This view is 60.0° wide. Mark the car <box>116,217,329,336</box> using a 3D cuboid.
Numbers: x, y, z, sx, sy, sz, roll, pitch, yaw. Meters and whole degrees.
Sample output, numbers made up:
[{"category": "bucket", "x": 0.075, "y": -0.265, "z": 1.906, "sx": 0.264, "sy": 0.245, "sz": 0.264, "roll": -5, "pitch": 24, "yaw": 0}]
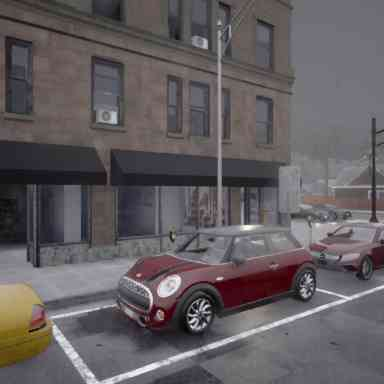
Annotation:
[{"category": "car", "x": 0.587, "y": 1.440, "z": 6.610, "sx": 4.097, "sy": 1.590, "sz": 1.967, "roll": 0, "pitch": 0, "yaw": -36}]

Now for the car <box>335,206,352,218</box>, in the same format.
[{"category": "car", "x": 11.538, "y": 1.658, "z": 28.773, "sx": 1.994, "sy": 1.385, "sz": 4.181, "roll": 0, "pitch": 0, "yaw": -36}]

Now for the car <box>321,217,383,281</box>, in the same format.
[{"category": "car", "x": 5.074, "y": 1.582, "z": 9.823, "sx": 4.206, "sy": 1.307, "sz": 1.802, "roll": 0, "pitch": 0, "yaw": -36}]

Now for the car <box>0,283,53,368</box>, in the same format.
[{"category": "car", "x": -4.039, "y": 1.525, "z": 3.298, "sx": 4.829, "sy": 1.417, "sz": 1.752, "roll": 0, "pitch": 0, "yaw": -36}]

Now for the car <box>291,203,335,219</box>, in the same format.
[{"category": "car", "x": 8.769, "y": 1.623, "z": 27.061, "sx": 1.812, "sy": 1.442, "sz": 4.674, "roll": 0, "pitch": 0, "yaw": -36}]
